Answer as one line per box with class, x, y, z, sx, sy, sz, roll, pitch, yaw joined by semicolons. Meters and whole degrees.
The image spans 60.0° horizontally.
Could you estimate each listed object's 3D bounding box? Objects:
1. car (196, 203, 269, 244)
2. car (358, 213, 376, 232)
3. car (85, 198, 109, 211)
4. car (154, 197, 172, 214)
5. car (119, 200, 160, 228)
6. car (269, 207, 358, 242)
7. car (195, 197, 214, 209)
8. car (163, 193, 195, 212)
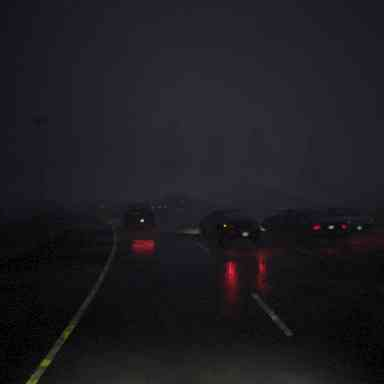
car;1.680;1.482;15.519;1.812;1.442;4.674;0;0;-11
car;8.039;1.528;19.131;1.895;1.301;4.718;0;0;-13
car;-11.278;1.467;39.331;1.812;1.442;4.674;0;0;-30
car;-4.152;1.479;33.476;2.033;1.411;5.357;0;0;-25
car;-3.696;1.463;22.284;1.837;1.490;4.892;0;0;-17
car;5.202;1.491;16.086;2.033;1.411;5.357;0;0;-12
car;0.787;1.380;39.061;1.882;1.535;5.008;0;0;-26
car;-2.115;1.138;37.195;2.150;2.045;5.566;0;0;-26
